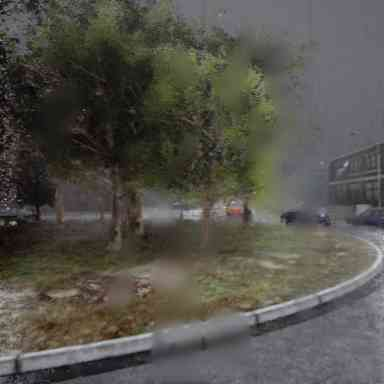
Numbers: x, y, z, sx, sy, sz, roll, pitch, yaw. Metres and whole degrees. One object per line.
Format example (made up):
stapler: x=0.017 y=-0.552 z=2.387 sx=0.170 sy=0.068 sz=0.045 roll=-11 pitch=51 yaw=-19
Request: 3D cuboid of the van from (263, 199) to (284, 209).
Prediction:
van: x=18.072 y=2.625 z=73.592 sx=4.442 sy=1.987 sz=1.878 roll=-1 pitch=-1 yaw=13

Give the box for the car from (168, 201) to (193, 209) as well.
car: x=-2.889 y=2.846 z=71.784 sx=4.553 sy=1.767 sz=2.185 roll=-1 pitch=-1 yaw=13

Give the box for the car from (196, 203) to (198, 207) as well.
car: x=-1.667 y=3.076 z=77.163 sx=4.674 sy=1.452 sz=2.002 roll=-1 pitch=-1 yaw=13

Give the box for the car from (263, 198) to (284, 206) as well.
car: x=22.575 y=2.755 z=92.521 sx=5.566 sy=2.045 sz=2.435 roll=-1 pitch=-1 yaw=13

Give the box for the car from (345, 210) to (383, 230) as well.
car: x=14.272 y=2.055 z=25.516 sx=2.033 sy=1.411 sz=5.357 roll=0 pitch=-2 yaw=-14

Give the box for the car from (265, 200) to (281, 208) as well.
car: x=16.265 y=2.773 z=65.444 sx=4.792 sy=1.488 sz=2.163 roll=-1 pitch=-1 yaw=13

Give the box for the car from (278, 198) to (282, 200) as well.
car: x=17.557 y=2.690 z=70.725 sx=4.553 sy=1.767 sz=2.185 roll=-1 pitch=-1 yaw=13

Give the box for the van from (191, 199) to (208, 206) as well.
van: x=2.186 y=2.957 z=93.259 sx=4.442 sy=1.987 sz=1.878 roll=-1 pitch=-1 yaw=13

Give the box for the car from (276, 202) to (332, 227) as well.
car: x=9.615 y=1.957 z=28.394 sx=2.097 sy=1.767 sz=4.553 roll=0 pitch=-1 yaw=-21

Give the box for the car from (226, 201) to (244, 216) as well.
car: x=5.987 y=2.368 z=46.585 sx=2.097 sy=1.767 sz=4.553 roll=0 pitch=-1 yaw=2

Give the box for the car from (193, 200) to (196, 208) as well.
car: x=-2.299 y=3.006 z=74.481 sx=5.008 sy=1.535 sz=2.097 roll=-1 pitch=-1 yaw=13

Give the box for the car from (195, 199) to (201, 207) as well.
car: x=-1.017 y=2.939 z=79.844 sx=4.553 sy=1.767 sz=2.185 roll=-1 pitch=-1 yaw=13

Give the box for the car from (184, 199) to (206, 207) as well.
car: x=0.797 y=2.887 z=87.920 sx=5.566 sy=2.045 sz=2.435 roll=-1 pitch=-1 yaw=13

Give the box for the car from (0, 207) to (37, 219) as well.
car: x=-21.950 y=2.601 z=40.655 sx=5.357 sy=1.411 sz=2.033 roll=0 pitch=-1 yaw=-7
